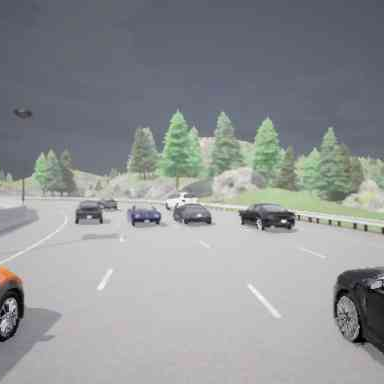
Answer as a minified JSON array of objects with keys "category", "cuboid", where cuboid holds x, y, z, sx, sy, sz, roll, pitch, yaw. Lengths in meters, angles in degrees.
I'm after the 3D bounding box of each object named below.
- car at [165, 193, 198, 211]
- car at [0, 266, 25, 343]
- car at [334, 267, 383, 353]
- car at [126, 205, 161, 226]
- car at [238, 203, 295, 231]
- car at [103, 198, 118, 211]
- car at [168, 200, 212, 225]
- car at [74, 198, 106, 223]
[{"category":"car","cuboid":[-1.180,1.127,36.873,2.150,2.045,5.566,0,-1,-25]},{"category":"car","cuboid":[-3.717,1.343,3.549,2.097,1.767,4.553,0,0,-2]},{"category":"car","cuboid":[3.269,1.482,3.516,2.128,1.511,4.902,0,0,-2]},{"category":"car","cuboid":[-3.504,1.546,23.262,1.895,1.301,4.718,0,0,-16]},{"category":"car","cuboid":[4.401,1.428,20.393,1.882,1.535,5.008,0,0,-13]},{"category":"car","cuboid":[-10.188,1.398,39.208,2.128,1.511,4.902,0,0,-28]},{"category":"car","cuboid":[-0.080,1.507,23.729,1.994,1.385,4.181,0,0,-16]},{"category":"car","cuboid":[-7.765,1.447,25.043,1.837,1.490,4.892,0,0,-18]}]
